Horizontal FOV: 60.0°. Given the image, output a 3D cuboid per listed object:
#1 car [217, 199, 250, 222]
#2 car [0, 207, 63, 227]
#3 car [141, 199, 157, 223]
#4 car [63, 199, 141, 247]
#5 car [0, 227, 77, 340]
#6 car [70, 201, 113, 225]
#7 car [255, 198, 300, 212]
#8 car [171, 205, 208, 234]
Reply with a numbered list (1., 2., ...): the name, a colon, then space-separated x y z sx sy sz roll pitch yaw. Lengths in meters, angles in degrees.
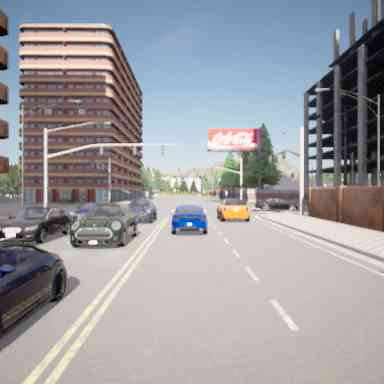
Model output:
1. car: 3.151 1.313 26.070 2.097 1.767 4.553 0 0 -1
2. car: -7.286 1.467 15.817 2.128 1.511 4.902 0 0 -1
3. car: -3.833 1.314 24.834 2.097 1.767 4.553 0 0 -1
4. car: -3.777 1.331 14.885 2.097 1.767 4.553 0 0 -1
5. car: -3.653 1.555 5.436 1.994 1.385 4.181 0 0 0
6. car: -7.332 1.488 24.757 1.812 1.442 4.674 0 0 -1
7. car: 9.687 1.435 37.806 4.902 1.511 2.128 0 0 0
8. car: -0.152 1.449 18.942 1.882 1.535 5.008 0 0 -1
